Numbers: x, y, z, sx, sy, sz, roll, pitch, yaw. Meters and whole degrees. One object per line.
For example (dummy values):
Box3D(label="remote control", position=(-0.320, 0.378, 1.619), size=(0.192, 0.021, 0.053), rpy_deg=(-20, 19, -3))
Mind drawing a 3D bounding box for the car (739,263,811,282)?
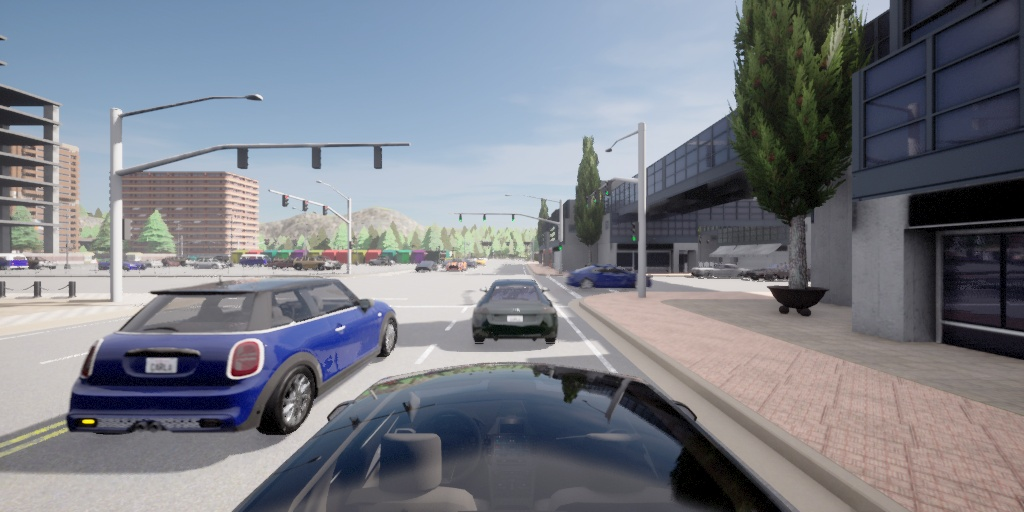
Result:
Box3D(label="car", position=(21.388, 1.297, 28.261), size=(5.357, 1.411, 2.033), rpy_deg=(0, 0, 0))

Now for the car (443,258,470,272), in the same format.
Box3D(label="car", position=(-7.197, 1.102, 46.768), size=(2.097, 1.767, 4.553), rpy_deg=(0, 0, 1))

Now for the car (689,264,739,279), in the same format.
Box3D(label="car", position=(18.457, 1.351, 31.773), size=(4.718, 1.301, 1.895), rpy_deg=(0, 0, 0))

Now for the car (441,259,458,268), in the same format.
Box3D(label="car", position=(-10.381, 1.275, 59.622), size=(1.812, 1.442, 4.674), rpy_deg=(0, 0, 2))

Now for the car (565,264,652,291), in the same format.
Box3D(label="car", position=(5.649, 1.268, 21.180), size=(5.008, 1.535, 1.882), rpy_deg=(0, 0, -1))

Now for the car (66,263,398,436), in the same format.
Box3D(label="car", position=(-3.442, 1.101, 5.661), size=(2.097, 1.767, 4.553), rpy_deg=(0, 0, 0))

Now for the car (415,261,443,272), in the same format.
Box3D(label="car", position=(-10.727, 1.297, 45.521), size=(2.033, 1.411, 5.357), rpy_deg=(0, 0, 1))

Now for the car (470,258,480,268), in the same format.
Box3D(label="car", position=(-6.896, 1.314, 59.131), size=(1.994, 1.385, 4.181), rpy_deg=(0, 0, 2))

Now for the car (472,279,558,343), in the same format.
Box3D(label="car", position=(0.067, 1.314, 9.695), size=(1.994, 1.385, 4.181), rpy_deg=(0, 0, 0))
